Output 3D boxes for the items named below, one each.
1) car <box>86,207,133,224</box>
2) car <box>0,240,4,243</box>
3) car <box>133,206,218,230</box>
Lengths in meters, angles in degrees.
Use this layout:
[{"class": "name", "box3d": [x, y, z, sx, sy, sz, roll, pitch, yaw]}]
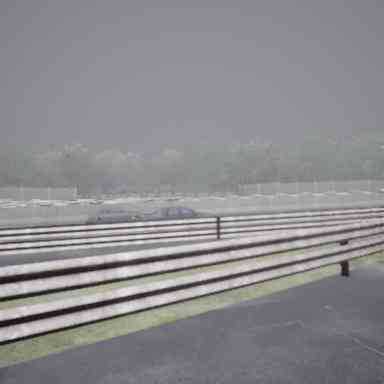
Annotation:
[{"class": "car", "box3d": [-5.561, 1.785, 24.330, 4.181, 1.385, 1.994, -2, 1, -19]}, {"class": "car", "box3d": [-11.175, 1.812, 15.049, 4.553, 1.767, 2.097, -2, 1, -19]}, {"class": "car", "box3d": [-0.894, 1.664, 22.210, 5.357, 1.411, 2.033, -2, 1, -19]}]
